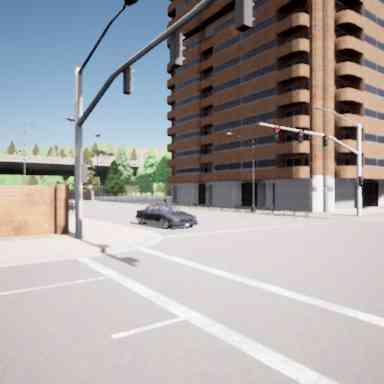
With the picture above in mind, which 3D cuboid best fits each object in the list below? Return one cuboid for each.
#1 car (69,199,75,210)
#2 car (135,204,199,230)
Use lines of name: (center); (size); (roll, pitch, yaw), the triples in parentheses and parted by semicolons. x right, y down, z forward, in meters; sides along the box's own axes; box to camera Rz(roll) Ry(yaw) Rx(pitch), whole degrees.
car: (-15.841, 1.521, 41.116); (2.033, 1.411, 5.357); (0, 0, -35)
car: (-1.811, 1.521, 21.508); (2.033, 1.411, 5.357); (0, 0, -36)
